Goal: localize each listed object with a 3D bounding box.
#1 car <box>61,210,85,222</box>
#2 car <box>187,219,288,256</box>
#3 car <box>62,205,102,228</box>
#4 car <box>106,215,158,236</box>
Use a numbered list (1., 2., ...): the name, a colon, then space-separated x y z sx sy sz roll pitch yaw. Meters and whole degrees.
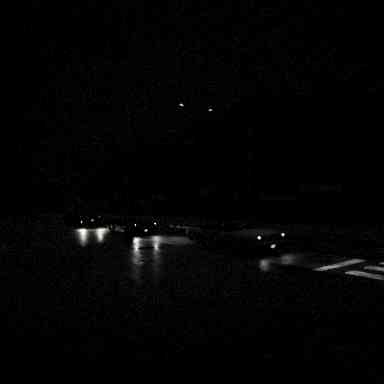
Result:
1. car: -16.193 3.204 45.045 1.994 1.385 4.181 0 -2 -36
2. car: 1.854 1.904 14.868 1.895 1.301 4.718 0 -2 -37
3. car: -10.573 2.311 32.172 2.150 2.045 5.566 0 -2 -36
4. car: -4.291 2.270 23.420 1.895 1.301 4.718 0 -2 -36
